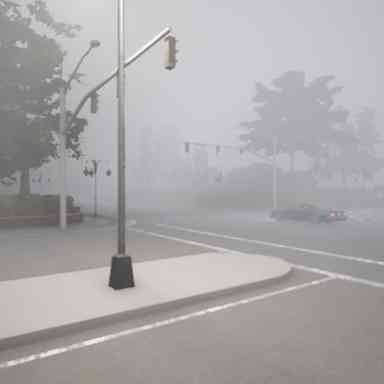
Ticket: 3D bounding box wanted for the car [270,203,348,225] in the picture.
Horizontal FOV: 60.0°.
[{"bbox_3d":[8.126,1.494,23.622,2.033,1.411,5.357,0,0,-35],"label":"car"}]
